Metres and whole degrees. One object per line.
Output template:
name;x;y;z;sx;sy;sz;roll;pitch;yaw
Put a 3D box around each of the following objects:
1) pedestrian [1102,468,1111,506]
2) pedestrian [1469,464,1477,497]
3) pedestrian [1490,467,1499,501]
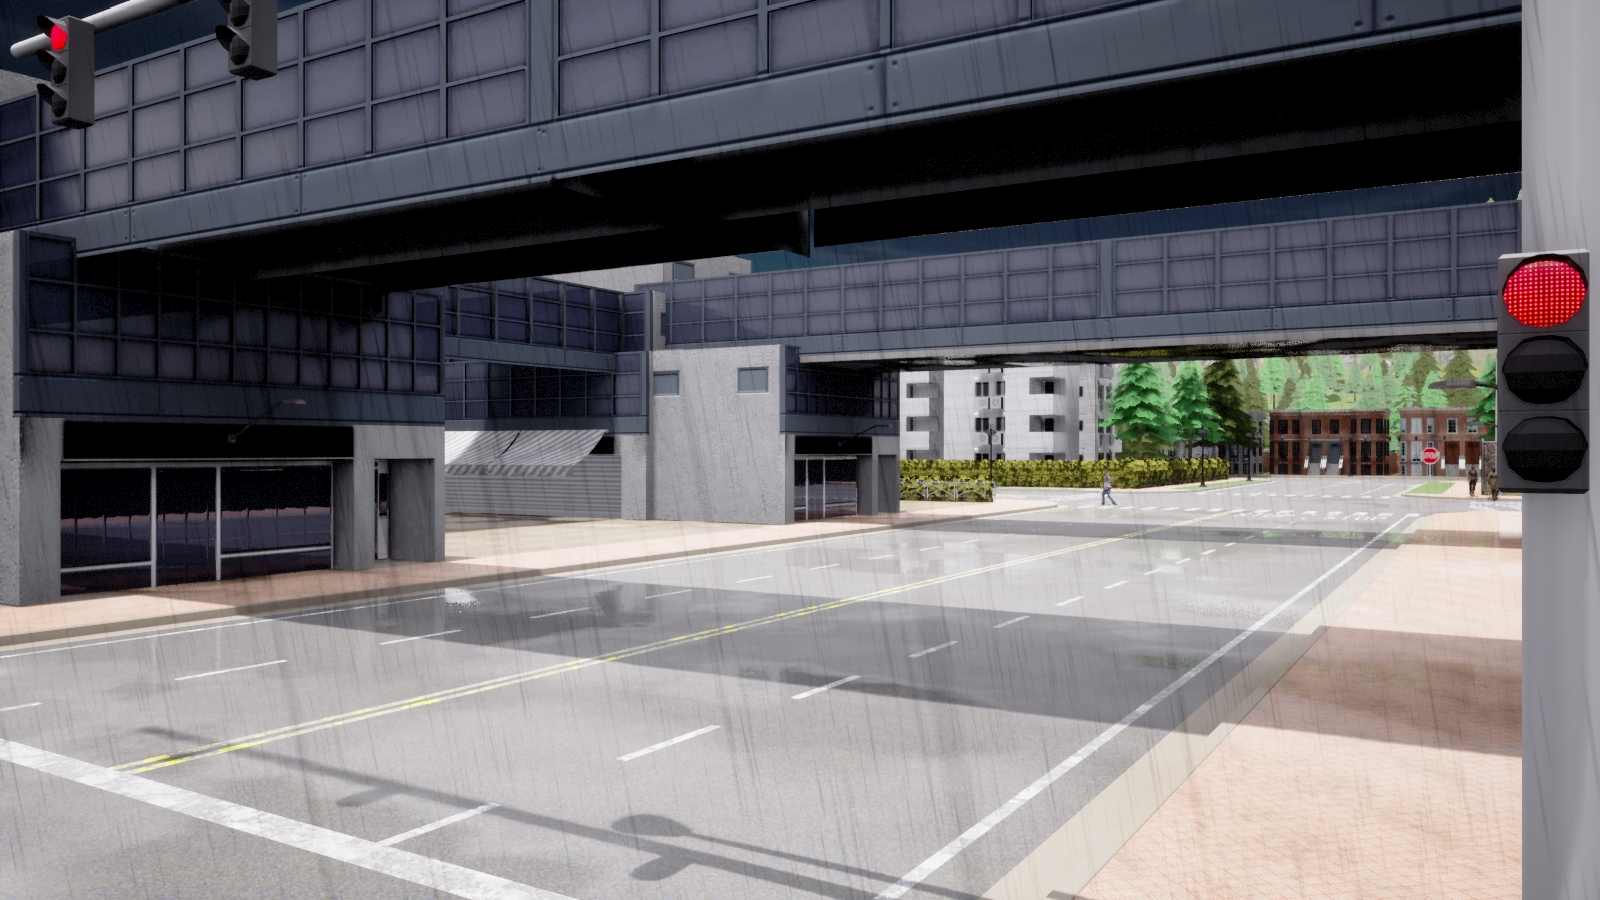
pedestrian;15.284;1.848;56.994;0.375;1.860;0.375;0;0;31
pedestrian;37.737;1.698;64.062;0.375;1.860;0.375;0;0;24
pedestrian;37.852;1.848;62.303;0.375;1.860;0.375;0;0;22
